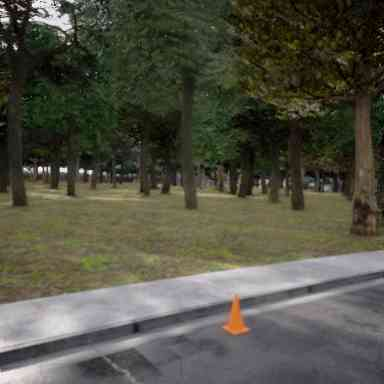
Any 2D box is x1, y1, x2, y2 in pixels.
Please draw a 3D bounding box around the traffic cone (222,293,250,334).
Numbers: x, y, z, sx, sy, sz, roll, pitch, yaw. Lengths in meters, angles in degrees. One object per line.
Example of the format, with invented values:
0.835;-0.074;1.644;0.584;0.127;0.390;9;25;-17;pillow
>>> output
0.739;1.995;5.557;0.340;0.580;0.340;1;0;-33;traffic cone
